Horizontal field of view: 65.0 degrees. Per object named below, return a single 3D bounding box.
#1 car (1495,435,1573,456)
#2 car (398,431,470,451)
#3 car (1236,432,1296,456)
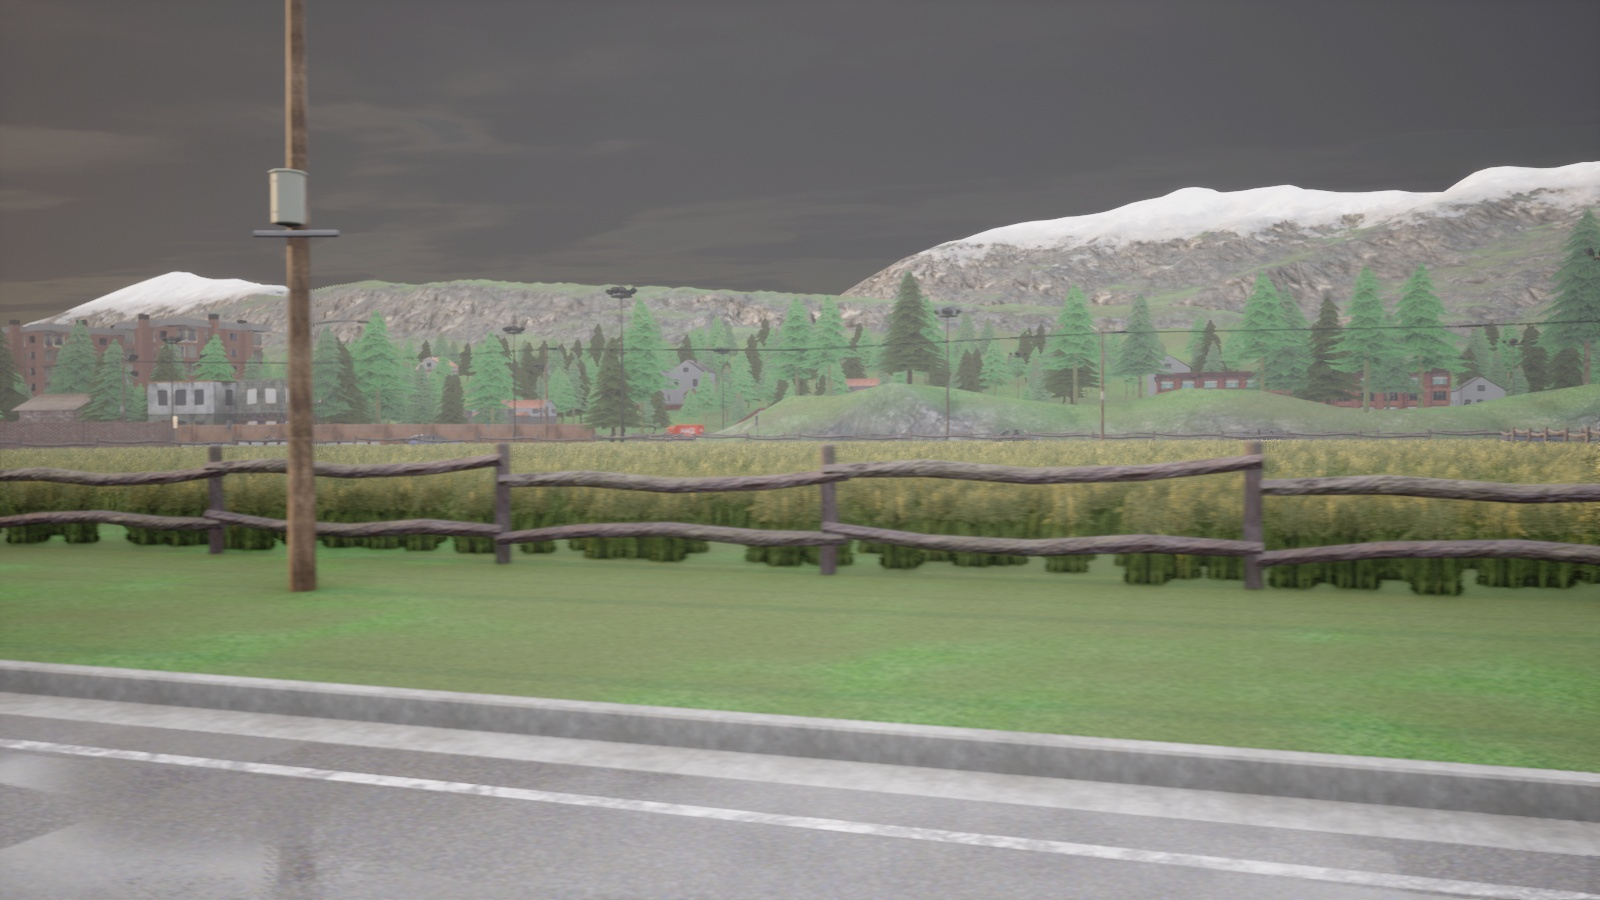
[{"bbox_3d":[49.539,-0.318,84.861,4.181,1.385,1.994,0,1,18],"label":"car"},{"bbox_3d":[-27.113,-0.664,93.086,4.792,1.488,2.163,0,1,-30],"label":"car"},{"bbox_3d":[30.994,-0.420,83.631,3.705,1.549,1.789,0,1,18],"label":"car"}]
